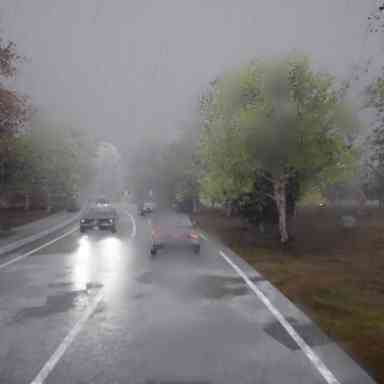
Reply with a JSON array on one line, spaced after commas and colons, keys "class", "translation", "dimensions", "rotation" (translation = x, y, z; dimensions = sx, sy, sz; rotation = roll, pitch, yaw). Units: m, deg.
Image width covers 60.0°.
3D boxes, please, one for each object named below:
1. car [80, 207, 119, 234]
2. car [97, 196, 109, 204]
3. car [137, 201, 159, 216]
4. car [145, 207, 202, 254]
[{"class": "car", "translation": [-5.310, 1.580, 19.477], "dimensions": [1.895, 1.301, 4.718], "rotation": [1, 0, -9]}, {"class": "car", "translation": [-16.046, 1.431, 60.113], "dimensions": [1.994, 1.385, 4.181], "rotation": [1, 0, -16]}, {"class": "car", "translation": [-4.335, 1.558, 32.880], "dimensions": [2.033, 1.411, 5.357], "rotation": [0, 0, -14]}, {"class": "car", "translation": [-0.777, 1.560, 13.612], "dimensions": [2.033, 1.411, 5.357], "rotation": [0, 0, -6]}]
